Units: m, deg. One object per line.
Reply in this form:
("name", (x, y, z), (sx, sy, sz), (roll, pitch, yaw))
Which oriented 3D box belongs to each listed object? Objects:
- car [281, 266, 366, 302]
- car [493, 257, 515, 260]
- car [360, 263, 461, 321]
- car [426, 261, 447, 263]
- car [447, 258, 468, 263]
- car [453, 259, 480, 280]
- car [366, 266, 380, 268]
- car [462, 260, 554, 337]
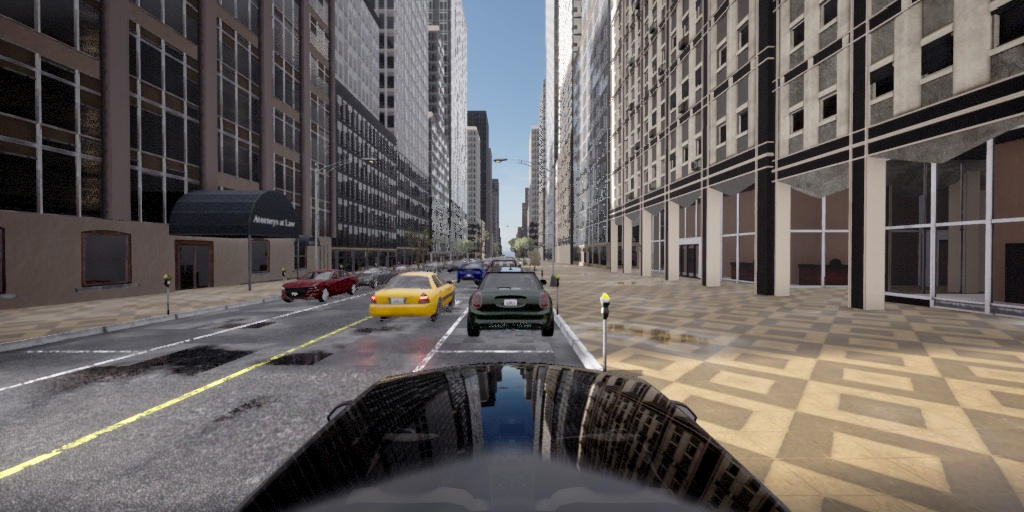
("car", (-8.837, 1.292, 16.839), (1.888, 1.381, 4.507), (0, 0, 0))
("car", (-0.457, 1.061, 22.523), (2.192, 1.841, 5.009), (0, 0, 0))
("car", (-3.146, 1.205, 12.405), (1.801, 1.575, 5.366), (0, 0, 0))
("car", (-8.837, 1.293, 39.574), (2.007, 1.370, 4.403), (0, 0, 0))
("car", (-6.213, 1.290, 41.818), (2.033, 1.411, 5.357), (0, 0, 0))
("car", (-3.059, 1.223, 27.934), (1.882, 1.535, 5.008), (0, 0, 0))
("car", (-8.838, 1.297, 22.523), (2.007, 1.370, 4.403), (0, 0, 0))
("car", (-0.033, 1.101, 10.471), (2.097, 1.767, 4.553), (0, 0, 0))
